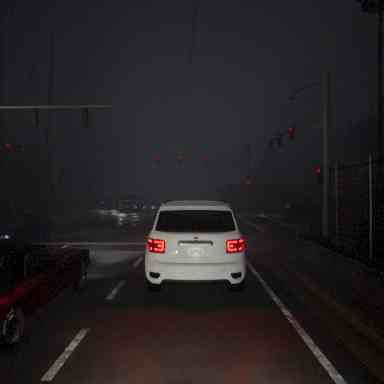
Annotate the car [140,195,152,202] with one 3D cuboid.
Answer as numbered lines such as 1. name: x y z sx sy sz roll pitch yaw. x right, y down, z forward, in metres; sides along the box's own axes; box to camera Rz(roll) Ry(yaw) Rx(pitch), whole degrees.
1. car: -10.381 1.469 75.213 1.882 1.535 5.008 0 0 0

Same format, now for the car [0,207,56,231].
1. car: -7.080 1.524 13.436 1.812 1.442 4.674 0 0 0

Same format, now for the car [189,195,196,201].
1. car: 0.136 1.524 86.128 1.812 1.442 4.674 0 0 0

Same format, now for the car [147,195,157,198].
1. car: -6.999 1.505 55.339 1.837 1.490 4.892 0 0 0

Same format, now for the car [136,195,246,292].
1. car: 0.087 1.221 9.072 2.150 2.045 5.566 0 0 0

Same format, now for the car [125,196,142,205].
1. car: -10.474 1.547 60.150 2.033 1.411 5.357 0 0 0

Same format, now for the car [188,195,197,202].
1. car: 0.125 1.523 75.725 2.128 1.511 4.902 0 0 0

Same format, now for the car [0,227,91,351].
1. car: -3.433 1.601 6.147 1.895 1.301 4.718 0 0 1

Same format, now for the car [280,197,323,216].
1. car: 11.002 1.407 32.657 4.553 1.767 2.097 0 0 0

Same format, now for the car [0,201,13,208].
1. car: -20.390 1.547 33.010 4.902 1.511 2.128 0 0 -4

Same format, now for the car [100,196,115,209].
1. car: -10.549 1.352 43.723 2.097 1.767 4.553 0 0 1

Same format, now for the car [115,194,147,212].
1. car: -7.040 1.234 38.795 2.150 2.045 5.566 0 0 0

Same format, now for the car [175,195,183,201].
1. car: -3.364 1.540 86.011 2.033 1.411 5.357 0 0 0

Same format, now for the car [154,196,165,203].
1. car: -6.889 1.524 70.445 1.812 1.442 4.674 0 0 0
